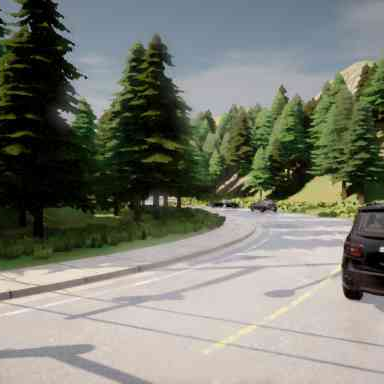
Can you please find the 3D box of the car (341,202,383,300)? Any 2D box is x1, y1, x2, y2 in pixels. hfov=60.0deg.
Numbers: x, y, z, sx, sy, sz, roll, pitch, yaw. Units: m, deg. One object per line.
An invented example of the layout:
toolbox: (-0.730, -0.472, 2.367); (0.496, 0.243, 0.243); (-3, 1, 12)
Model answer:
car: (5.057, 1.245, 7.784); (2.150, 2.045, 5.566); (0, 0, 35)

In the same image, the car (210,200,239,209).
car: (4.697, 1.787, 49.356); (1.895, 1.301, 4.718); (0, 0, -33)

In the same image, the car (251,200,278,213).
car: (8.599, 1.683, 39.800); (1.812, 1.442, 4.674); (0, 0, -13)
